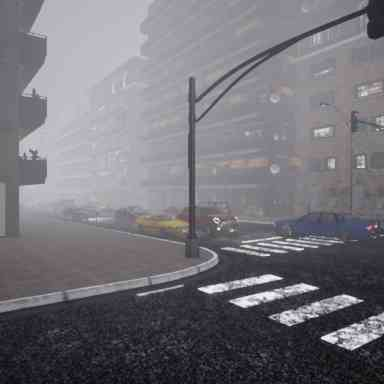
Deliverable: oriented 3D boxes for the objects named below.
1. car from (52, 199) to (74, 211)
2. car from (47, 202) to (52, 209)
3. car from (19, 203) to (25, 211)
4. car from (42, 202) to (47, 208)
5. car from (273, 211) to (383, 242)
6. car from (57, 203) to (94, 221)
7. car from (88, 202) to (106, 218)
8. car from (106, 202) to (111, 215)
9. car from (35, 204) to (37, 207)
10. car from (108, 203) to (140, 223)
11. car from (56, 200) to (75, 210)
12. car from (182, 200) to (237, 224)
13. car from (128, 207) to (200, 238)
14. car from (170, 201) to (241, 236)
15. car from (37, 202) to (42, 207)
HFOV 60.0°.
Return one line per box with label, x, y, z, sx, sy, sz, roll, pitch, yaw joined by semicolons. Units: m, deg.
car;-21.812;2.269;57.235;2.150;2.045;5.566;0;-1;-36
car;-28.574;2.623;70.833;2.192;1.841;5.009;-1;0;-36
car;-31.942;2.770;61.290;1.887;1.381;4.507;-1;0;-36
car;-31.904;2.973;75.409;1.947;1.339;4.313;-1;0;-36
car;6.963;1.712;17.513;2.033;1.411;5.357;0;-1;-44
car;-11.925;2.163;33.829;1.887;1.381;4.507;-1;0;-36
car;-11.918;2.241;38.253;1.994;1.385;4.181;0;-1;-36
car;-10.013;2.292;41.056;1.895;1.301;4.718;0;-1;-36
car;-38.572;3.168;84.565;1.947;1.339;4.313;-1;0;-36
car;-5.118;1.961;28.909;2.128;1.511;4.902;0;-1;-36
car;-25.238;2.524;66.255;2.192;1.841;5.009;-1;0;-36
car;1.450;1.713;29.643;2.192;1.841;5.009;-1;0;-36
car;-1.817;1.833;19.961;1.752;1.417;4.829;-1;0;-36
car;0.927;1.634;20.606;2.097;1.767;4.553;0;-1;-36
car;-35.241;3.049;79.986;1.887;1.381;4.507;-1;0;-36
